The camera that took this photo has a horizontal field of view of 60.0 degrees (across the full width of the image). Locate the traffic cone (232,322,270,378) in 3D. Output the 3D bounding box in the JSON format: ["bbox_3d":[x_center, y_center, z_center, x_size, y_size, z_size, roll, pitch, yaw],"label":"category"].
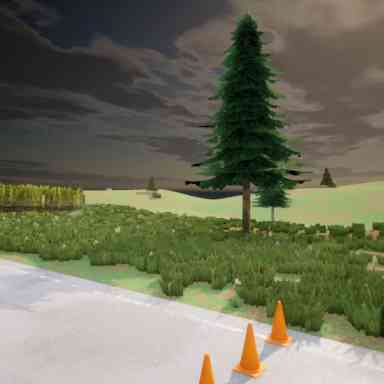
[{"bbox_3d":[0.739,1.955,4.235,0.340,0.580,0.340,0,0,36],"label":"traffic cone"}]

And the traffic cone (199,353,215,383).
[{"bbox_3d":[0.154,1.955,3.424,0.340,0.580,0.340,0,0,36],"label":"traffic cone"}]

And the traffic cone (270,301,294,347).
[{"bbox_3d":[1.324,1.955,5.047,0.340,0.580,0.340,0,0,36],"label":"traffic cone"}]
